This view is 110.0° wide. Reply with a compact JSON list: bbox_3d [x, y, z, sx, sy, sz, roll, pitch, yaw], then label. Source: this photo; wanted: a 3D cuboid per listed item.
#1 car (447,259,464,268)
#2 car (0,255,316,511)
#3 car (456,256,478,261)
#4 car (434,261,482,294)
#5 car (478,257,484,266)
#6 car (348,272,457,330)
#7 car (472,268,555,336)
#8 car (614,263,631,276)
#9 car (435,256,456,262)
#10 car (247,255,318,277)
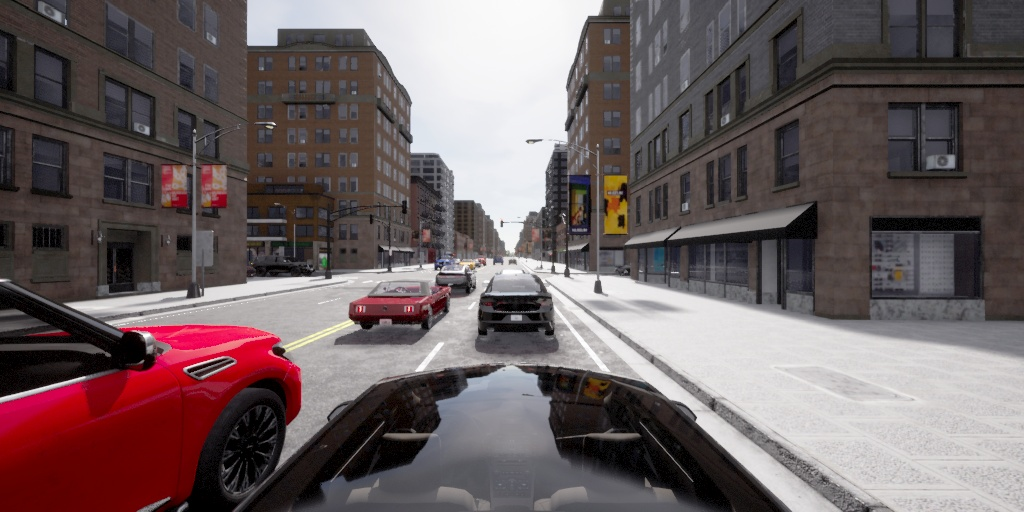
[{"bbox_3d":[-9.707,1.231,61.929,2.128,1.511,4.902,0,0,0],"label":"car"},{"bbox_3d":[-3.149,0.972,1.149,2.150,2.045,5.566,0,0,0],"label":"car"},{"bbox_3d":[-6.500,1.221,52.495,1.882,1.535,5.008,0,0,0],"label":"car"},{"bbox_3d":[-3.110,1.240,20.393,2.128,1.511,4.902,0,0,0],"label":"car"},{"bbox_3d":[-6.464,1.303,61.489,1.994,1.385,4.181,0,0,0],"label":"car"},{"bbox_3d":[-3.132,1.351,11.134,1.895,1.301,4.718,0,0,0],"label":"car"},{"bbox_3d":[0.111,1.227,10.478,1.882,1.535,5.008,0,0,0],"label":"car"},{"bbox_3d":[13.305,1.278,37.789,4.902,1.511,2.128,0,0,0],"label":"car"},{"bbox_3d":[-9.745,0.965,52.117,2.150,2.045,5.566,0,0,0],"label":"car"},{"bbox_3d":[-22.125,0.963,34.740,5.566,2.045,2.150,0,0,0],"label":"car"}]
